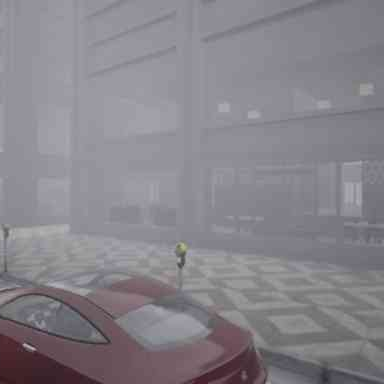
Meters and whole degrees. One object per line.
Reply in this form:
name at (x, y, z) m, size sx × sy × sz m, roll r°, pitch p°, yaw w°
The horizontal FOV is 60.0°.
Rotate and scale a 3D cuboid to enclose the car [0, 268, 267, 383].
car at (-1.242, 1.580, 3.843) m, size 4.206 × 1.307 × 1.802 m, roll 0°, pitch 0°, yaw 35°
